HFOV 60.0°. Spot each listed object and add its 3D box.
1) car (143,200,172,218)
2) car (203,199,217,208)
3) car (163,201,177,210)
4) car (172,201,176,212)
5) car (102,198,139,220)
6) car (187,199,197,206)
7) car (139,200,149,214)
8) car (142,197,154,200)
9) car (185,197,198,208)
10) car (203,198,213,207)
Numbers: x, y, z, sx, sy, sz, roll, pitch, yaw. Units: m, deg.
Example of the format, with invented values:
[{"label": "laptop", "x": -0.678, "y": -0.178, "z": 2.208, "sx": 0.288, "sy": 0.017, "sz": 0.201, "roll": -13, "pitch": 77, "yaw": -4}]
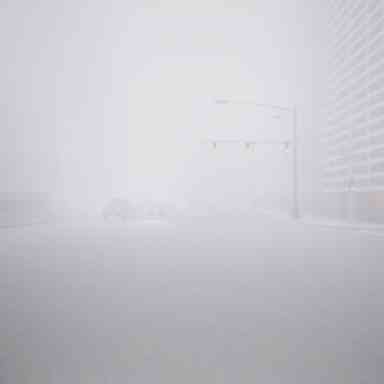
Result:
[{"label": "car", "x": -3.615, "y": 1.932, "z": 35.593, "sx": 2.128, "sy": 1.511, "sz": 4.902, "roll": 0, "pitch": -1, "yaw": 0}, {"label": "car", "x": 3.571, "y": 2.302, "z": 62.795, "sx": 1.812, "sy": 1.442, "sz": 4.674, "roll": 0, "pitch": -1, "yaw": 0}, {"label": "car", "x": -3.610, "y": 2.239, "z": 54.620, "sx": 1.994, "sy": 1.385, "sz": 4.181, "roll": 0, "pitch": -1, "yaw": 0}, {"label": "car", "x": -3.614, "y": 1.906, "z": 44.810, "sx": 2.097, "sy": 1.767, "sz": 4.553, "roll": 0, "pitch": -1, "yaw": 0}, {"label": "car", "x": -7.096, "y": 1.626, "z": 32.680, "sx": 2.150, "sy": 2.045, "sz": 5.566, "roll": 0, "pitch": -1, "yaw": 2}, {"label": "car", "x": -0.030, "y": 2.278, "z": 72.553, "sx": 1.994, "sy": 1.385, "sz": 4.181, "roll": 0, "pitch": -1, "yaw": 0}, {"label": "car", "x": -7.118, "y": 2.078, "z": 42.927, "sx": 2.033, "sy": 1.411, "sz": 5.357, "roll": 0, "pitch": -1, "yaw": 0}, {"label": "car", "x": -7.110, "y": 1.882, "z": 53.454, "sx": 2.150, "sy": 2.045, "sz": 5.566, "roll": 0, "pitch": -1, "yaw": 0}, {"label": "car", "x": -0.025, "y": 1.986, "z": 61.885, "sx": 2.150, "sy": 2.045, "sz": 5.566, "roll": 0, "pitch": -1, "yaw": 0}, {"label": "car", "x": 3.474, "y": 2.253, "z": 72.699, "sx": 2.097, "sy": 1.767, "sz": 4.553, "roll": 0, "pitch": -1, "yaw": 0}]
